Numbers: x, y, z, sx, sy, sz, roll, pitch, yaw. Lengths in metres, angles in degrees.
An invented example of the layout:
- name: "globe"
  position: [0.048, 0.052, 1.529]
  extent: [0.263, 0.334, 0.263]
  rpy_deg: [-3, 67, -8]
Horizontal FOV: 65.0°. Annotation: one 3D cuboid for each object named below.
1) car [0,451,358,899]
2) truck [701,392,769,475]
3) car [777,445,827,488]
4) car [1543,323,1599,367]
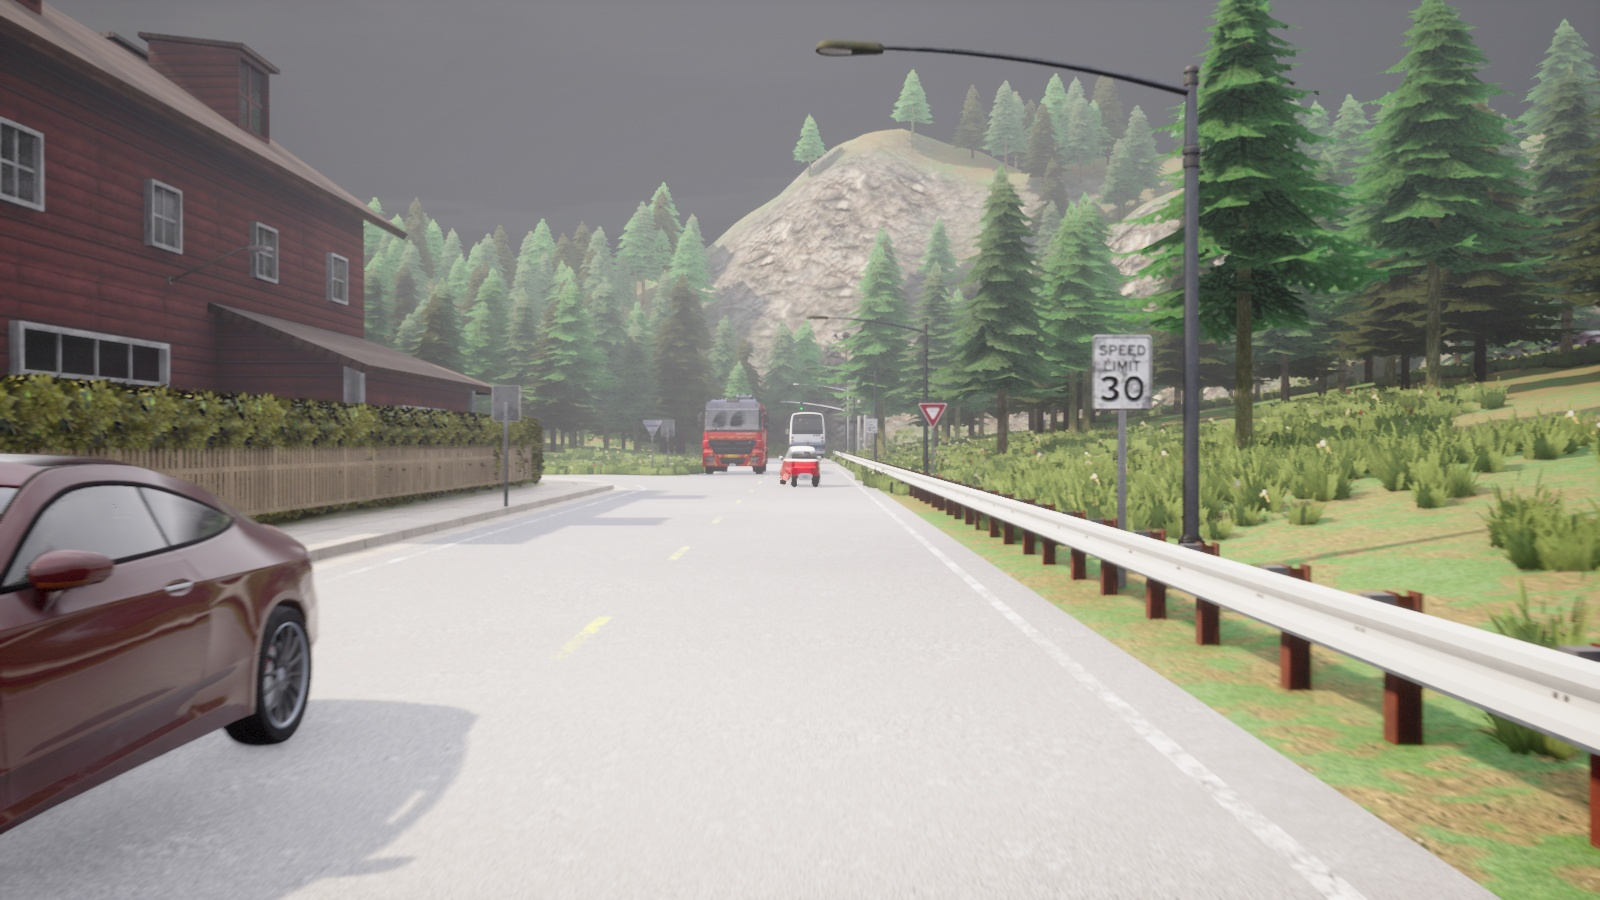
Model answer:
- name: "car"
  position: [-3.457, 0.742, 4.884]
  extent: [1.812, 1.442, 4.674]
  rpy_deg: [0, 0, 0]
- name: "truck"
  position: [-3.129, -0.775, 62.451]
  extent: [2.891, 3.827, 8.468]
  rpy_deg: [0, 0, 0]
- name: "car"
  position: [0.043, 0.542, 43.351]
  extent: [1.481, 1.376, 2.207]
  rpy_deg: [1, 1, -6]
- name: "car"
  position: [42.257, -5.593, 66.987]
  extent: [2.033, 1.649, 4.856]
  rpy_deg: [0, -4, -4]
